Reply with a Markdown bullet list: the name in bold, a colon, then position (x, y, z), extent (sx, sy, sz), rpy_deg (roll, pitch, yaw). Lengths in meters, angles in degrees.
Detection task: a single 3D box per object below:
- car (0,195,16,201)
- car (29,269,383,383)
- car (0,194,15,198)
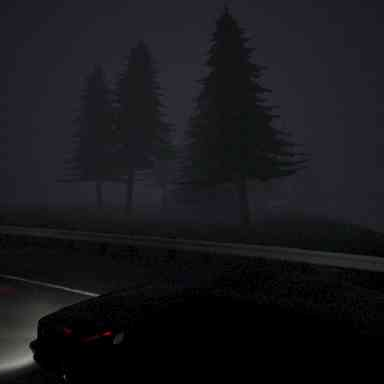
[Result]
- **car**: position (-46.325, 1.524, 83.106), extent (2.128, 1.511, 4.902), rpy_deg (0, 0, -3)
- **car**: position (0.684, 1.547, 3.241), extent (5.357, 1.411, 2.033), rpy_deg (0, 0, 34)
- **car**: position (-39.457, 1.478, 71.281), extent (1.882, 1.535, 5.008), rpy_deg (0, 0, 8)
